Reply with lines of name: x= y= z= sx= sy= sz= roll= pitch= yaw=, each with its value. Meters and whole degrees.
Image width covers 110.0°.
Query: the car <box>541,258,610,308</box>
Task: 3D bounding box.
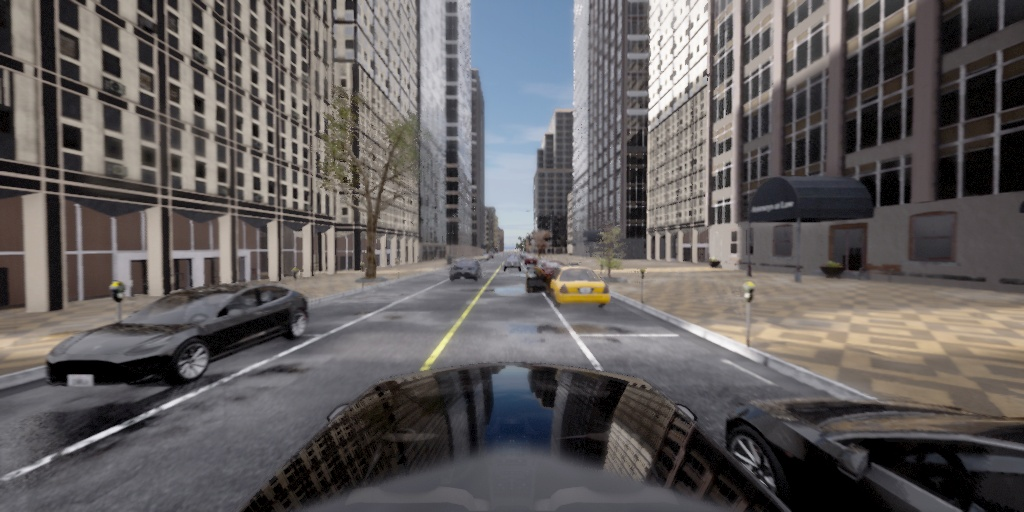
car: x=2.348 y=1.034 z=14.003 sx=1.801 sy=1.575 sz=5.366 roll=0 pitch=1 yaw=0

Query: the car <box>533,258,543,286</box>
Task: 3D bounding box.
car: x=2.687 y=0.984 z=23.847 sx=1.888 sy=1.381 sz=4.507 roll=0 pitch=0 yaw=0

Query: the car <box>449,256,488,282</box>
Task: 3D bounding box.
car: x=-3.098 y=0.969 z=25.129 sx=2.033 sy=1.411 sz=5.357 roll=0 pitch=1 yaw=0

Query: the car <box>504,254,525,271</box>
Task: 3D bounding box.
car: x=0.048 y=0.782 z=38.256 sx=2.033 sy=1.411 sz=5.357 roll=0 pitch=1 yaw=1

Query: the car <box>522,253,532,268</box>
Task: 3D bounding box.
car: x=2.686 y=0.583 z=52.058 sx=1.888 sy=1.381 sz=4.507 roll=0 pitch=0 yaw=0

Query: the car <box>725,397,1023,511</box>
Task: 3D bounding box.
car: x=2.688 y=1.322 z=1.278 sx=1.948 sy=1.339 sz=4.313 roll=0 pitch=0 yaw=0

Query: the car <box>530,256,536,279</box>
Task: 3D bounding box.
car: x=2.687 y=0.885 z=29.659 sx=1.751 sy=1.417 sz=4.829 roll=0 pitch=0 yaw=0

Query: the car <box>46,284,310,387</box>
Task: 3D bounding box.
car: x=-5.694 y=1.243 z=6.917 sx=1.948 sy=1.339 sz=4.313 roll=0 pitch=0 yaw=0
